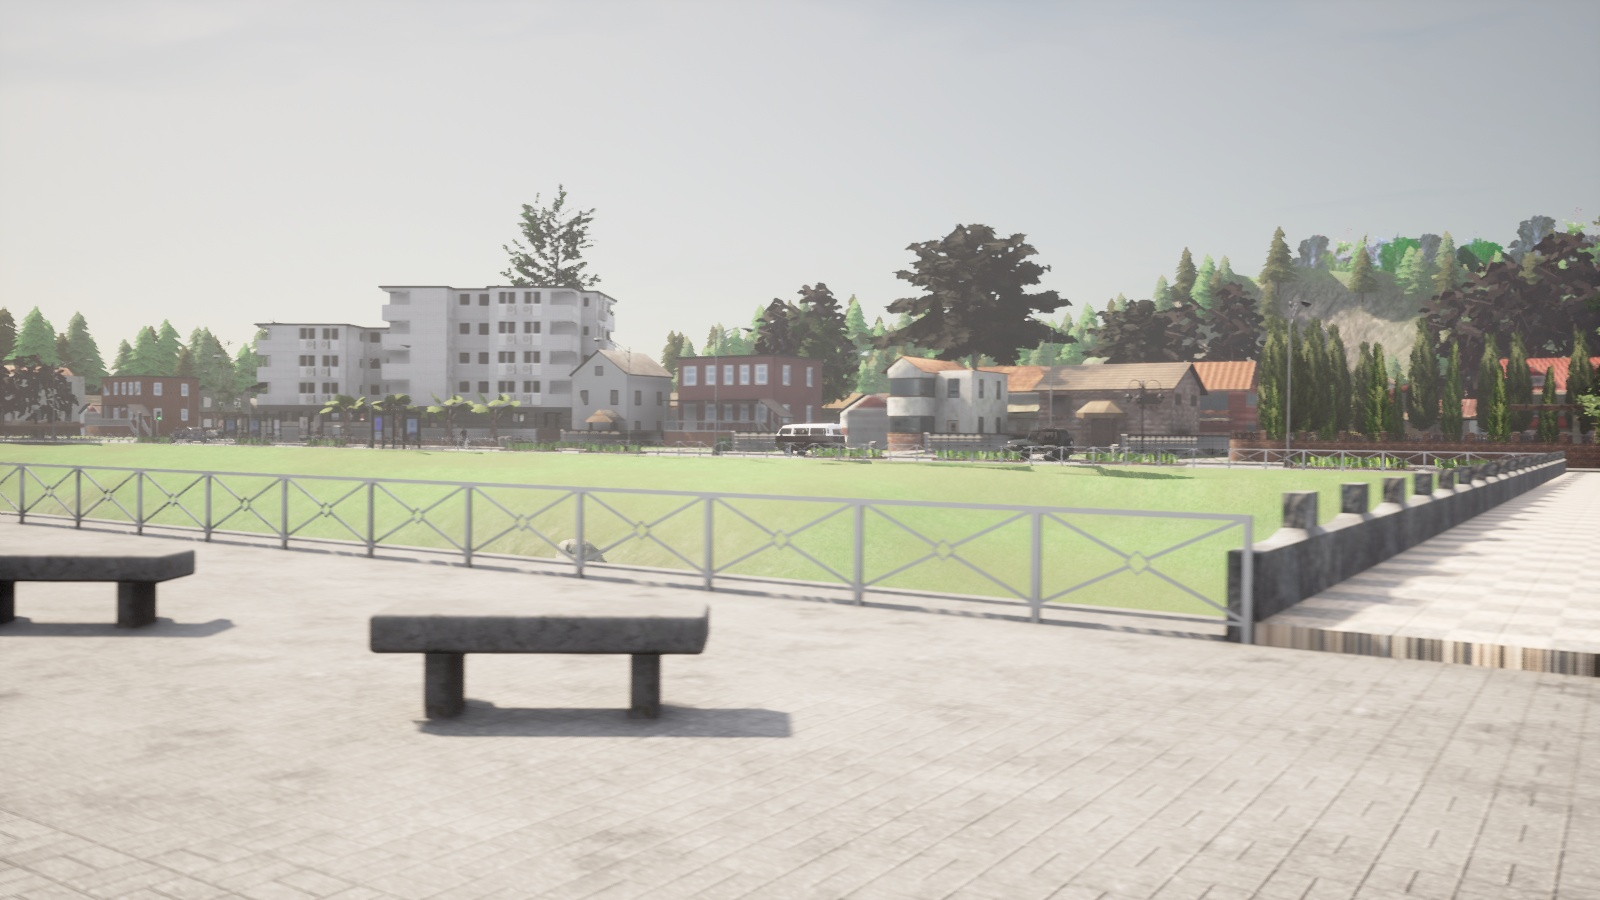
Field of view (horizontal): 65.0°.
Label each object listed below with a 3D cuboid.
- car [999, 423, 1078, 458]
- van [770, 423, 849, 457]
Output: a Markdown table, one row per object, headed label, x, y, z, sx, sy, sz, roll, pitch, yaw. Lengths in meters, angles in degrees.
| label | x | y | z | sx | sy | sz | roll | pitch | yaw |
| --- | --- | --- | --- | --- | --- | --- | --- | --- | --- |
| car | 13.177 | -0.541 | 69.517 | 3.866 | 1.878 | 1.905 | 0 | 1 | 34 |
| van | 0.602 | -0.613 | 77.873 | 4.480 | 2.038 | 2.069 | 0 | 1 | 34 |
